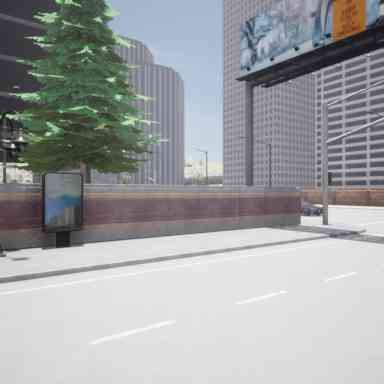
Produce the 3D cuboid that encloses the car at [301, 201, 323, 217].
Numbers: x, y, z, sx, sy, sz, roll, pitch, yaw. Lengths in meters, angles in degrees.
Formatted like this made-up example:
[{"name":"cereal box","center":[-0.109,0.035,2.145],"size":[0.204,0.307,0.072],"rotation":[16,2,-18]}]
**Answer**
[{"name":"car","center":[10.475,1.564,31.923],"size":[1.994,1.385,4.181],"rotation":[0,0,-35]}]
